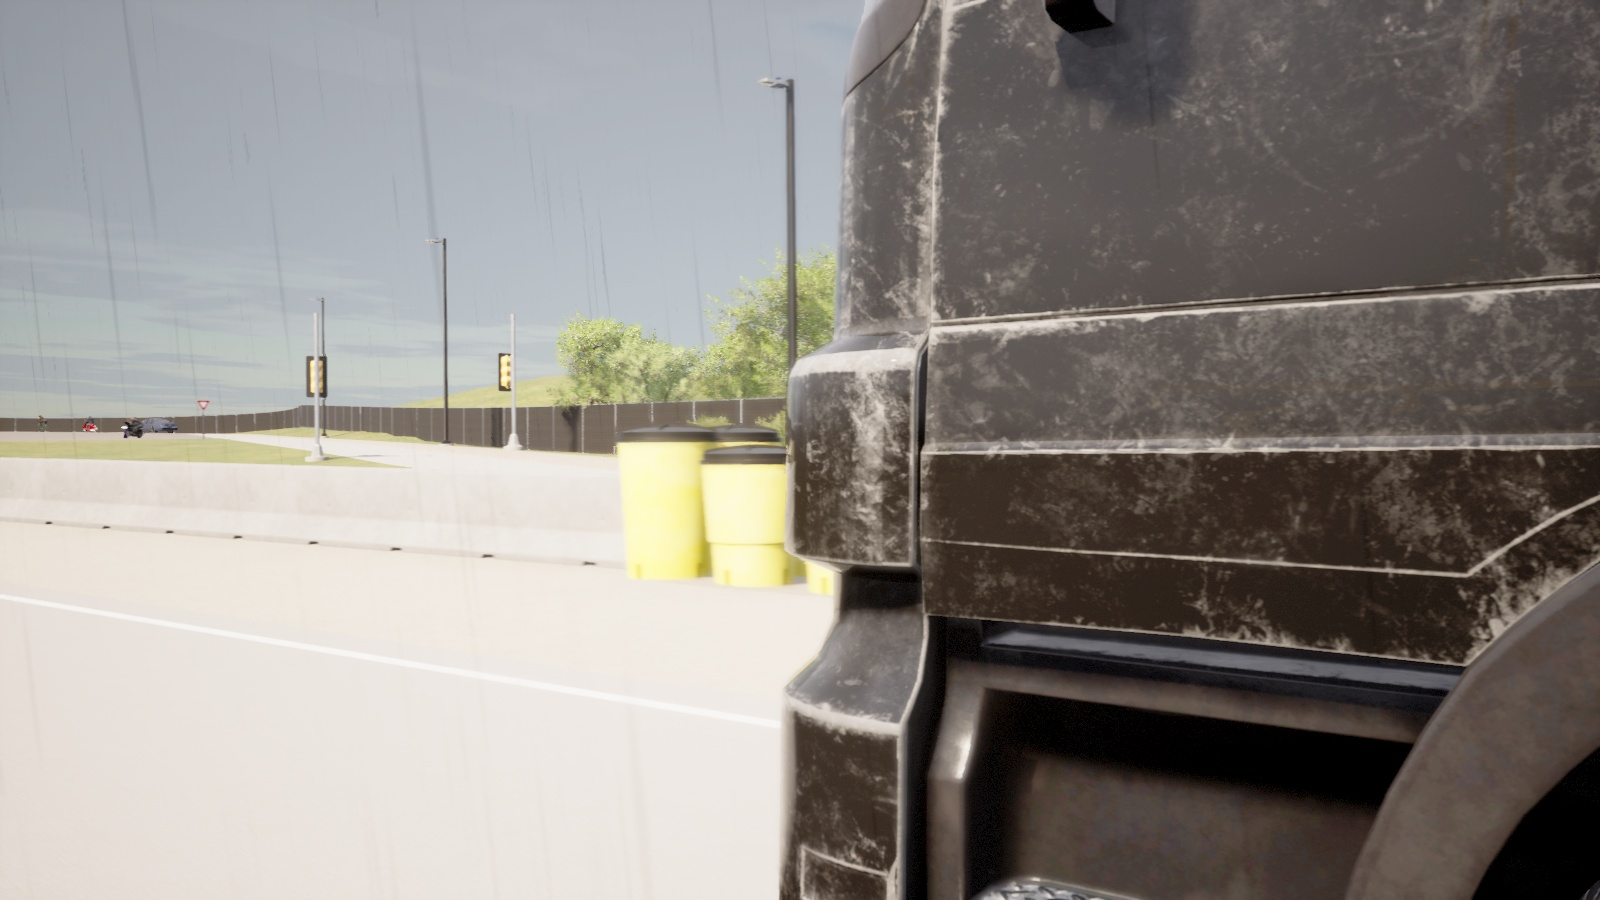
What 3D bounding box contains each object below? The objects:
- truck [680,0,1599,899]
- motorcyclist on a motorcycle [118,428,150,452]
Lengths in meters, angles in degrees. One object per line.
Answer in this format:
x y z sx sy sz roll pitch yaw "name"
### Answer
3.919 -0.300 1.001 7.936 3.462 2.891 0 1 34 "truck"
-45.089 -0.684 85.013 0.866 1.530 2.191 -2 1 2 "motorcyclist on a motorcycle"
